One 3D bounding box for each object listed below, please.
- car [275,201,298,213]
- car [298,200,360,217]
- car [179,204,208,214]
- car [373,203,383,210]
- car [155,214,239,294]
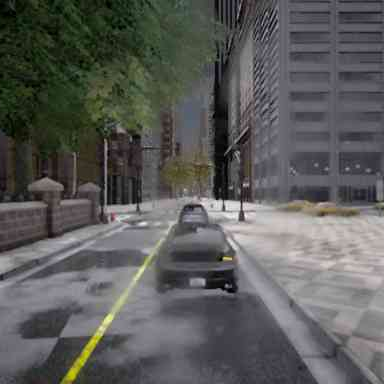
[{"bbox_3d":[12.068,1.587,38.250,4.829,1.417,1.752,-1,1,0],"label":"car"},{"bbox_3d":[12.378,1.542,29.724,4.829,1.417,1.752,-1,1,0],"label":"car"},{"bbox_3d":[0.109,1.604,23.458,2.033,1.649,4.856,0,-1,0],"label":"car"},{"bbox_3d":[23.409,1.402,38.198,4.829,1.417,1.752,-1,1,0],"label":"car"},{"bbox_3d":[0.107,1.568,8.988,1.837,1.490,4.892,0,-1,0],"label":"car"}]
